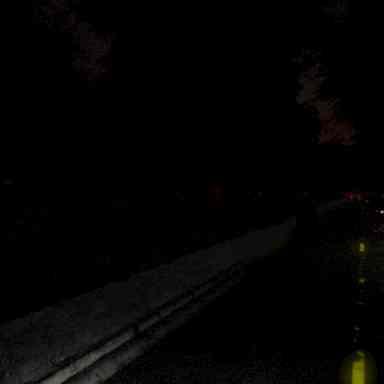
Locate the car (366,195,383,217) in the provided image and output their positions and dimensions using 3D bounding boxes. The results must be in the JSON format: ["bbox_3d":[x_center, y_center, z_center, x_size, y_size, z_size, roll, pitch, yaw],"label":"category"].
[{"bbox_3d":[15.995,1.297,28.153,1.837,1.490,4.892,-2,-1,28],"label":"car"}]

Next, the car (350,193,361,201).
[{"bbox_3d":[34.423,1.054,69.975,1.882,1.535,5.008,-2,-1,27],"label":"car"}]
